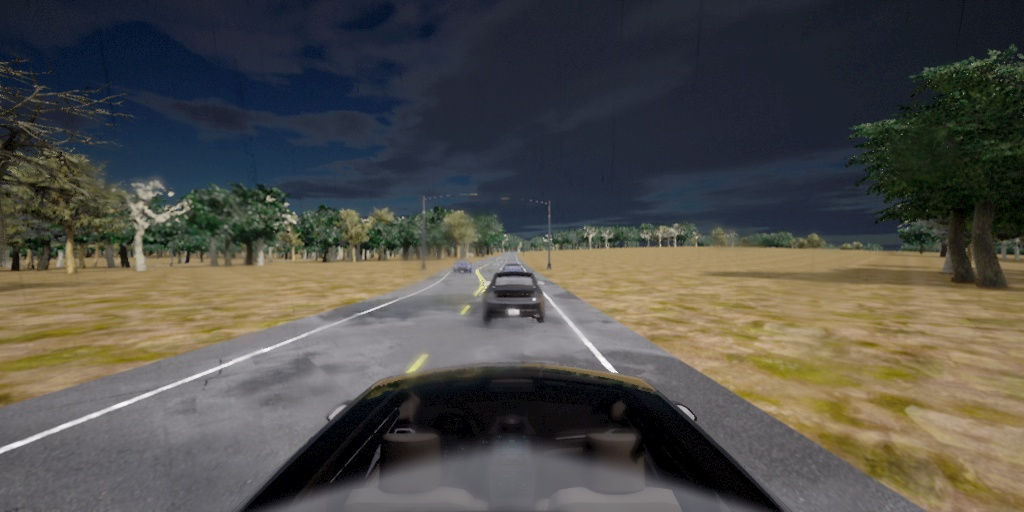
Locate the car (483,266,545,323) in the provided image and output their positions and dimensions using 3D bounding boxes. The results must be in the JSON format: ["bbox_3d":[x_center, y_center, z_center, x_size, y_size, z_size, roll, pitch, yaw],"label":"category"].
[{"bbox_3d":[0.069,1.278,12.198,1.837,1.490,4.892,0,0,0],"label":"car"}]

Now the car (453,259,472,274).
[{"bbox_3d":[-5.858,1.170,42.813,2.097,1.767,4.553,0,0,-6],"label":"car"}]

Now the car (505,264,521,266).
[{"bbox_3d":[0.077,1.355,28.915,2.033,1.411,5.357,0,0,0],"label":"car"}]
